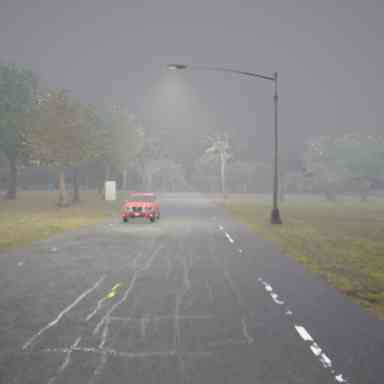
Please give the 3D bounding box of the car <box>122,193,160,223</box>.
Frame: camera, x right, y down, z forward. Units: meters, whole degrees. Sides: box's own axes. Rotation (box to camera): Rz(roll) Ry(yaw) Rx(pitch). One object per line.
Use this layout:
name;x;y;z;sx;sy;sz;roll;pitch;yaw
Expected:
car;-3.569;1.083;24.349;2.150;2.045;5.566;0;0;0
